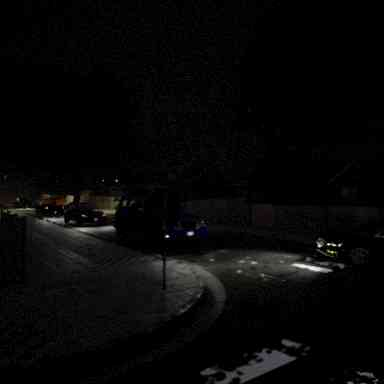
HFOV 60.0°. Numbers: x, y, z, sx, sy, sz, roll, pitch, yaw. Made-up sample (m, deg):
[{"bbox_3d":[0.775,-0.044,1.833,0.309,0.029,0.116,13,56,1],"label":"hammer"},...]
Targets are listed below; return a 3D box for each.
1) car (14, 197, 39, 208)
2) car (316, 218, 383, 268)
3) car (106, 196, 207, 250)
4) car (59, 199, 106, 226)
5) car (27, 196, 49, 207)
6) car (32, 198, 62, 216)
[{"bbox_3d":[-22.358,1.407,44.206,2.033,1.411,5.357,1,0,-35],"label":"car"},{"bbox_3d":[6.694,1.608,10.978,4.892,1.490,1.837,1,2,3],"label":"car"},{"bbox_3d":[-1.652,1.230,14.990,2.150,2.045,5.566,1,0,-35],"label":"car"},{"bbox_3d":[-7.547,1.483,23.261,1.812,1.442,4.674,1,0,-36],"label":"car"},{"bbox_3d":[-23.505,1.388,50.552,2.033,1.411,5.357,1,0,-35],"label":"car"},{"bbox_3d":[-13.528,1.508,31.657,1.895,1.301,4.718,1,0,-35],"label":"car"}]
